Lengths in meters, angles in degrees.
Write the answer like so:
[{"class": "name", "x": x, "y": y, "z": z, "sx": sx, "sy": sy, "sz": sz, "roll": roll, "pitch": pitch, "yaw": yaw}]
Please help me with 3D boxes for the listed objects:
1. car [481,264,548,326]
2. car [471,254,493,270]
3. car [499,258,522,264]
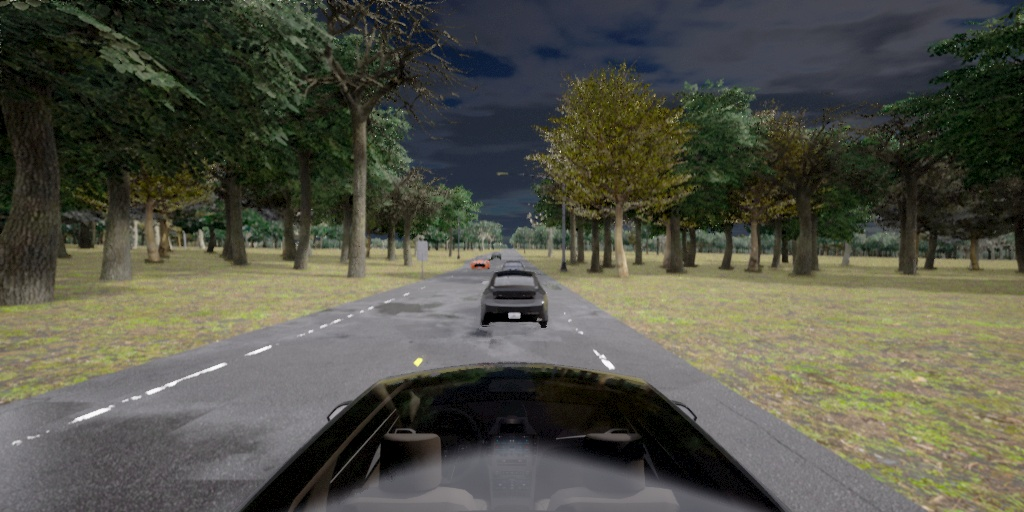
[{"class": "car", "x": 0.076, "y": 1.207, "z": 11.398, "sx": 1.837, "sy": 1.490, "sz": 4.892, "roll": 0, "pitch": 1, "yaw": 0}, {"class": "car", "x": -3.673, "y": 0.743, "z": 42.469, "sx": 2.097, "sy": 1.767, "sz": 4.553, "roll": 0, "pitch": 1, "yaw": -1}, {"class": "car", "x": 0.099, "y": 1.106, "z": 29.149, "sx": 2.033, "sy": 1.411, "sz": 5.357, "roll": 0, "pitch": 1, "yaw": 0}]
